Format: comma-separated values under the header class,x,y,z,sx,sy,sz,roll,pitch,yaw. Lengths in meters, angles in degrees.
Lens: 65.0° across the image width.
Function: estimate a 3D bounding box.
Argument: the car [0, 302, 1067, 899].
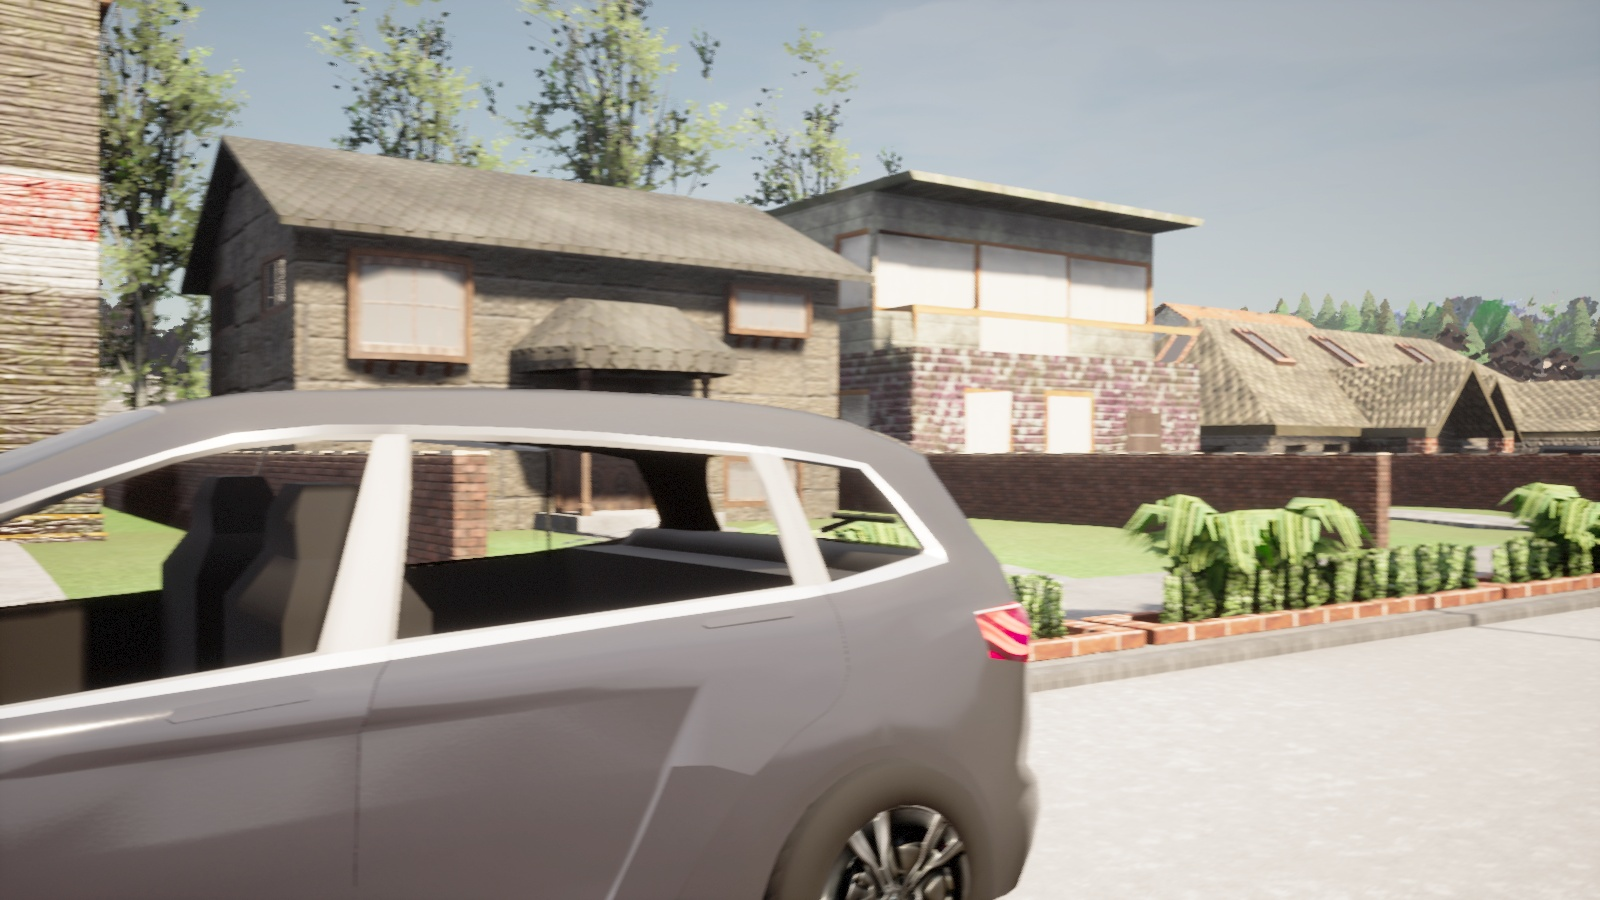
class,x,y,z,sx,sy,sz,roll,pitch,yaw
car,-1.811,0.600,3.008,4.611,1.667,2.242,0,0,-35
